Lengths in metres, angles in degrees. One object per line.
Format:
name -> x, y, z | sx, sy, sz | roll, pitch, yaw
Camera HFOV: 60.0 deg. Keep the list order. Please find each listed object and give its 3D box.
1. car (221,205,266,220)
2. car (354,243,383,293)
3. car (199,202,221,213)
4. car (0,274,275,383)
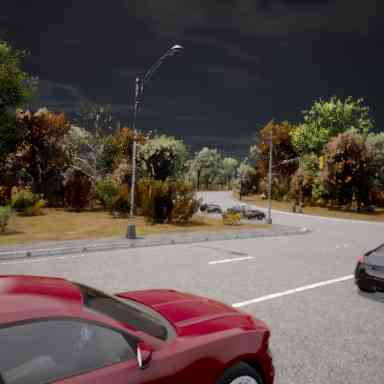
car -> 5.724, 2.173, 36.010 | 2.033, 1.411, 5.357 | 3, -1, -27
car -> 5.713, 1.663, 7.879 | 4.181, 1.385, 1.994 | 1, -1, -35
car -> 2.481, 2.077, 44.713 | 1.994, 1.385, 4.181 | 3, 0, -19
car -> -1.434, 1.479, 2.722 | 5.008, 1.535, 1.882 | 0, 0, -36
